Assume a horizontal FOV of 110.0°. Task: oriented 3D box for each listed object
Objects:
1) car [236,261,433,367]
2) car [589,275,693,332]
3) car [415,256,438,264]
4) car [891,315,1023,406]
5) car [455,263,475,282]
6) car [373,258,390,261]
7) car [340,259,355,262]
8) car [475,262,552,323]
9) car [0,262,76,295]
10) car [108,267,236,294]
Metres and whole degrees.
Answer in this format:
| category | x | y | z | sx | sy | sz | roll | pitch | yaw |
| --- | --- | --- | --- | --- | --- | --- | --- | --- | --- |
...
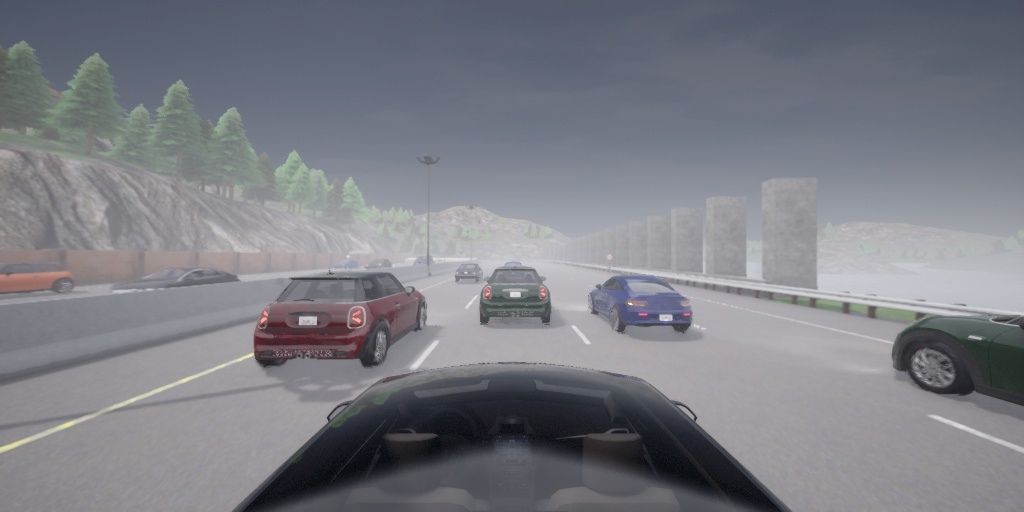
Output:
| category | x | y | z | sx | sy | sz | roll | pitch | yaw |
| --- | --- | --- | --- | --- | --- | --- | --- | --- | --- |
| car | -3.402 | 1.102 | 8.102 | 2.097 | 1.767 | 4.553 | 0 | 0 | 0 |
| car | 3.597 | 1.276 | 10.684 | 1.812 | 1.442 | 4.674 | 0 | 0 | 0 |
| car | -13.532 | 0.970 | 55.047 | 2.150 | 2.045 | 5.566 | 0 | 0 | 2 |
| car | 7.099 | 1.102 | 3.782 | 2.097 | 1.767 | 4.553 | 0 | 0 | 0 |
| car | -3.387 | 1.298 | 28.934 | 2.033 | 1.411 | 5.357 | 0 | 0 | 0 |
| car | -17.235 | 1.102 | 46.675 | 2.097 | 1.767 | 4.553 | 0 | 0 | 2 |
| car | -24.070 | 1.228 | 52.298 | 1.882 | 1.535 | 5.008 | 0 | 0 | 2 |
| car | 0.095 | 1.102 | 12.189 | 2.097 | 1.767 | 4.553 | 0 | 0 | 0 |
| car | -24.603 | 1.101 | 17.304 | 2.097 | 1.767 | 4.553 | 0 | 0 | 0 |
| car | -14.103 | 1.241 | 15.337 | 2.128 | 1.511 | 4.902 | 0 | 0 | 0 |
